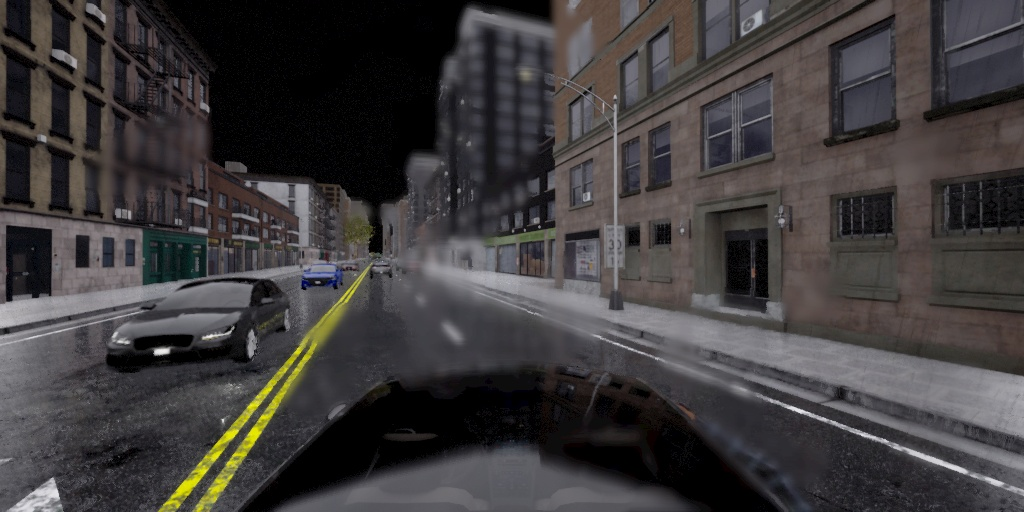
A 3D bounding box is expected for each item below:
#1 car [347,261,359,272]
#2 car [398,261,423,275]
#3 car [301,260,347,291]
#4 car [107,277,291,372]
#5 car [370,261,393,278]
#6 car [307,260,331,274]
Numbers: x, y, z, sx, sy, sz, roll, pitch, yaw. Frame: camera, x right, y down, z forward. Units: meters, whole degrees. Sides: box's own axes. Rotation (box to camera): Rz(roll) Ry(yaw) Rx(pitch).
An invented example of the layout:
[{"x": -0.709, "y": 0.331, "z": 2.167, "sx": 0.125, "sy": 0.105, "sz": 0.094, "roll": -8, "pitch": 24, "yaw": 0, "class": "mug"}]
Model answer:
[{"x": -19.828, "y": 1.300, "z": 43.906, "sx": 1.994, "sy": 1.385, "sz": 4.181, "roll": 0, "pitch": 0, "yaw": -21, "class": "car"}, {"x": -10.801, "y": 1.233, "z": 38.799, "sx": 2.128, "sy": 1.511, "sz": 4.902, "roll": 0, "pitch": 0, "yaw": -20, "class": "car"}, {"x": -11.790, "y": 1.229, "z": 22.507, "sx": 1.882, "sy": 1.535, "sz": 5.008, "roll": 0, "pitch": 0, "yaw": -20, "class": "car"}, {"x": -6.311, "y": 1.258, "z": 7.882, "sx": 1.837, "sy": 1.490, "sz": 4.892, "roll": 0, "pitch": 0, "yaw": -20, "class": "car"}, {"x": -12.296, "y": 1.234, "z": 33.658, "sx": 2.128, "sy": 1.511, "sz": 4.902, "roll": 0, "pitch": 0, "yaw": -21, "class": "car"}, {"x": -22.826, "y": 1.214, "z": 42.645, "sx": 1.882, "sy": 1.535, "sz": 5.008, "roll": 0, "pitch": 0, "yaw": -21, "class": "car"}]
